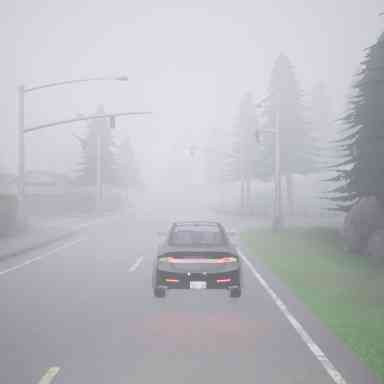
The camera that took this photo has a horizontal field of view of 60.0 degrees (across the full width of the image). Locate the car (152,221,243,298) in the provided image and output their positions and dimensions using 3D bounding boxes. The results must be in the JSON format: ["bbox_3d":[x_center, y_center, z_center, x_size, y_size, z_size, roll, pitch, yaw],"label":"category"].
[{"bbox_3d":[0.118,1.491,8.517,2.128,1.511,4.902,0,0,0],"label":"car"}]
